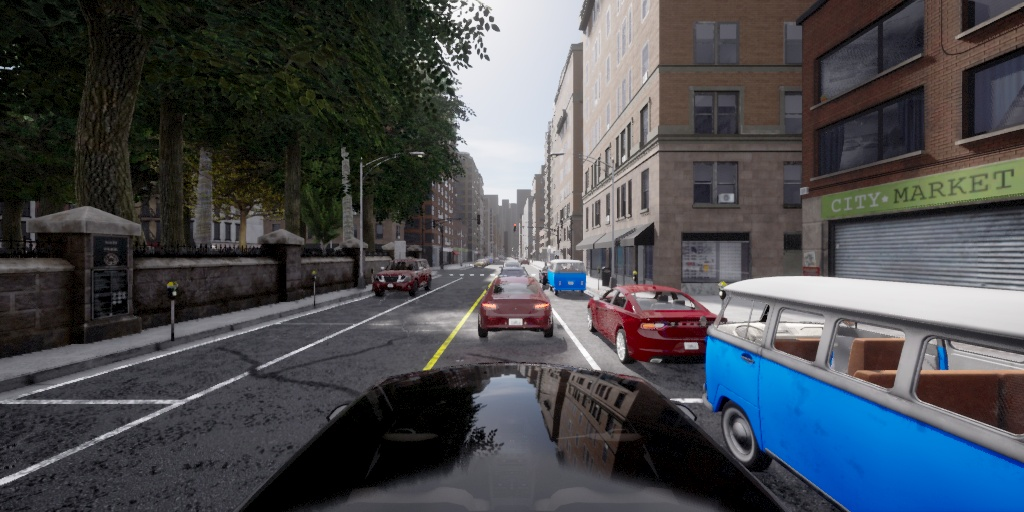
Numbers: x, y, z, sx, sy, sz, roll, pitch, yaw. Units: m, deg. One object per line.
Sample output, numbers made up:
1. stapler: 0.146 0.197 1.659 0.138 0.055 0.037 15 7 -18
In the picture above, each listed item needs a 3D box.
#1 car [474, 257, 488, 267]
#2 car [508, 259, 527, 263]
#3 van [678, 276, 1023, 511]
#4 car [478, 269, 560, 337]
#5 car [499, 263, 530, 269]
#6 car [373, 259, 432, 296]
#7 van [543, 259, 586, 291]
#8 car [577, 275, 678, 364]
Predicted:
1. car: -5.663 1.230 62.737 1.751 1.417 4.829 0 0 0
2. car: 0.006 1.243 29.461 1.837 1.490 4.892 0 0 0
3. van: 2.857 1.091 2.275 1.690 1.789 3.998 0 0 0
4. car: 0.096 1.275 10.138 1.812 1.442 4.674 0 0 0
5. car: 0.098 1.292 19.716 2.033 1.411 5.357 0 0 1
6. car: -5.667 1.060 19.218 2.192 1.841 5.009 0 0 0
7. van: 2.858 1.086 19.258 1.690 1.789 3.998 0 0 0
8. car: 2.857 1.294 7.936 1.888 1.381 4.507 0 0 0
